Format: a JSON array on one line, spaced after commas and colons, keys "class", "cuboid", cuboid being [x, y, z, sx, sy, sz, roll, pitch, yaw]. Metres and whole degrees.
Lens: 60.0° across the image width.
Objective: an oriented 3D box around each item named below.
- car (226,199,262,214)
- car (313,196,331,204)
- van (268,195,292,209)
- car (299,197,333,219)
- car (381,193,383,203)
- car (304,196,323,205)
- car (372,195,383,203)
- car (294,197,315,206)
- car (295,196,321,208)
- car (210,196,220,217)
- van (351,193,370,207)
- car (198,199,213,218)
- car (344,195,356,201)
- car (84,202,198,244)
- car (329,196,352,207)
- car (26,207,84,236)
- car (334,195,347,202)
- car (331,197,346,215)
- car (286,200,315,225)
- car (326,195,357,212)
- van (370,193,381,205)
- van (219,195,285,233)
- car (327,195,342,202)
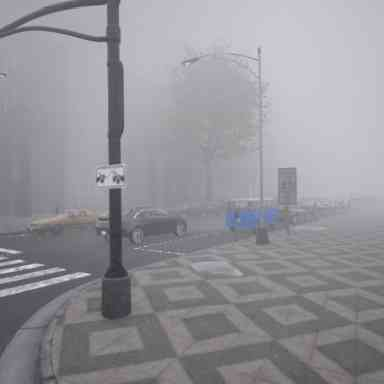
[{"class": "car", "cuboid": [5.713, 1.529, 36.139, 2.008, 1.369, 4.403, -1, 0, 36]}, {"class": "car", "cuboid": [24.259, 1.453, 61.889, 2.008, 1.369, 4.403, -1, -1, 36]}, {"class": "van", "cuboid": [11.892, 1.292, 44.723, 1.690, 1.788, 3.998, -1, 0, 36]}, {"class": "car", "cuboid": [9.745, 1.385, 27.153, 1.887, 1.381, 4.507, -1, 0, 36]}, {"class": "car", "cuboid": [31.990, 1.274, 58.039, 1.752, 1.417, 4.829, -1, -1, 36]}, {"class": "car", "cuboid": [21.069, 1.440, 57.459, 1.752, 1.417, 4.829, -1, -1, 36]}, {"class": "car", "cuboid": [35.055, 1.304, 62.293, 1.947, 1.339, 4.313, -1, -1, 36]}, {"class": "car", "cuboid": [18.077, 1.492, 53.305, 1.947, 1.339, 4.313, -1, 0, 36]}, {"class": "car", "cuboid": [15.996, 1.386, 45.695, 2.128, 1.511, 4.902, -1, -1, 36]}, {"class": "car", "cuboid": [2.619, 1.307, 31.848, 2.192, 1.841, 5.009, -1, 0, 36]}, {"class": "van", "cuboid": [22.397, 1.127, 44.725, 1.690, 1.788, 3.998, -1, 0, 36]}, {"class": "car", "cuboid": [-0.469, 1.552, 27.555, 1.887, 1.381, 4.507, -1, 0, 36]}, {"class": "car", "cuboid": [39.575, 1.401, 83.153, 2.008, 1.369, 4.403, -1, -1, 36]}, {"class": "car", "cuboid": [-2.142, 1.429, 15.379, 2.128, 1.511, 4.902, -1, -1, 36]}, {"class": "car", "cuboid": [21.839, 1.376, 48.674, 2.033, 1.411, 5.357, -1, -1, 36]}, {"class": "car", "cuboid": [-6.757, 1.564, 18.836, 1.752, 1.417, 4.829, -1, 0, 36]}, {"class": "car", "cuboid": [33.211, 1.415, 74.317, 1.887, 1.381, 4.507, -1, -1, 36]}, {"class": "car", "cuboid": [12.910, 1.408, 31.546, 1.802, 1.307, 4.206, -1, 0, 36]}, {"class": "car", "cuboid": [6.582, 1.422, 22.760, 1.947, 1.339, 4.313, -1, 0, 36]}, {"class": "car", "cuboid": [16.073, 1.363, 35.938, 2.008, 1.369, 4.403, -1, 0, 36]}, {"class": "van", "cuboid": [28.725, 1.102, 53.510, 1.690, 1.788, 3.998, -1, -1, 36]}, {"class": "van", "cuboid": [3.416, 1.212, 18.370, 1.690, 1.788, 3.998, -1, 0, 36]}, {"class": "car", "cuboid": [30.029, 1.432, 69.900, 2.008, 1.369, 4.403, -1, -1, 36]}]
